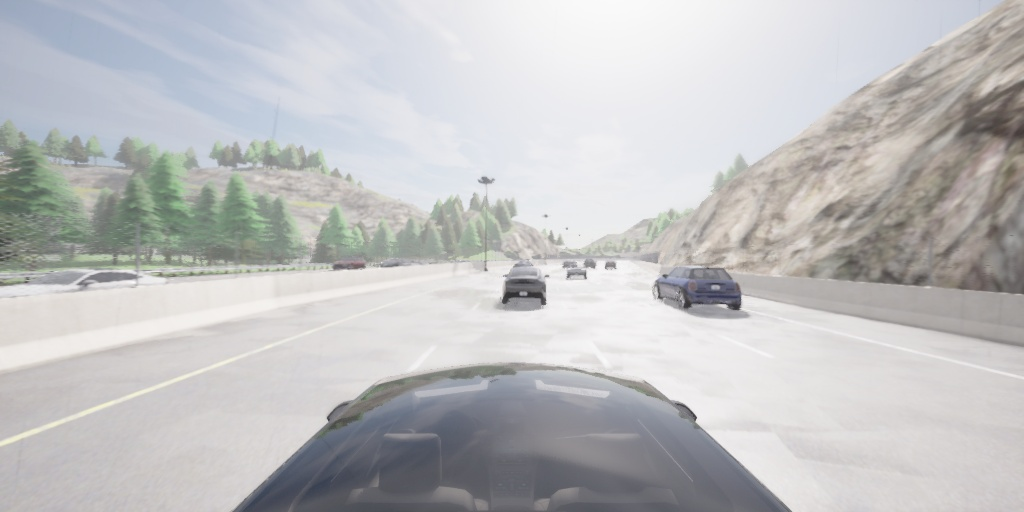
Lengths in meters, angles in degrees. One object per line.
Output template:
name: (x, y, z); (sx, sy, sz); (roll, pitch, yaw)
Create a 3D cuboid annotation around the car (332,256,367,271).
car: (-20.236, 0.882, 44.856); (2.097, 1.767, 4.553); (1, 0, 12)

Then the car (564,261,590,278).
car: (6.429, 1.418, 35.207); (1.895, 1.301, 4.718); (1, 0, 12)

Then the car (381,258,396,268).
car: (-15.835, 1.069, 48.750); (2.128, 1.511, 4.902); (1, 0, 13)

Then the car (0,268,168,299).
car: (-13.833, 1.127, 11.608); (1.812, 1.442, 4.674); (1, 0, 3)

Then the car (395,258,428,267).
car: (-12.751, 1.211, 46.569); (1.895, 1.301, 4.718); (1, 0, 13)

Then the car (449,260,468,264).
car: (-7.736, 1.228, 52.498); (1.994, 1.385, 4.181); (1, 0, 15)

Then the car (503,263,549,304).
car: (0.666, 1.261, 16.576); (1.837, 1.490, 4.892); (0, 0, 5)

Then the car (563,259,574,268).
car: (10.393, 1.350, 64.378); (2.128, 1.511, 4.902); (1, 0, 17)

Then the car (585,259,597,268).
car: (13.880, 1.247, 63.731); (2.097, 1.767, 4.553); (1, 0, 17)

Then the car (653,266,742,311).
car: (7.667, 1.183, 15.306); (2.097, 1.767, 4.553); (1, 0, 5)

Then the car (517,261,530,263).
car: (1.696, 1.313, 48.244); (2.033, 1.411, 5.357); (1, 0, 16)
